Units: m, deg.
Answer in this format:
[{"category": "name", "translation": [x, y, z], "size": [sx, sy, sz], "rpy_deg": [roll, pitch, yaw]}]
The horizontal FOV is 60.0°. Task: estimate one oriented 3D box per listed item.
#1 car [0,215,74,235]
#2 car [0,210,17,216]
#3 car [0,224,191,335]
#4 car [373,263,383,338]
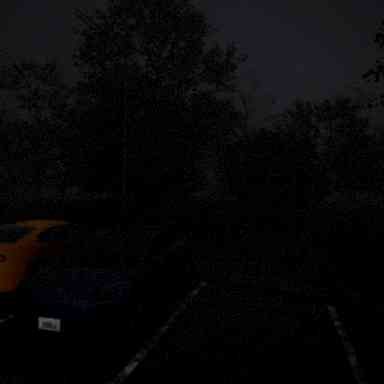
[{"category": "car", "translation": [-3.840, 1.462, 8.769], "size": [2.097, 1.535, 5.008], "rpy_deg": [0, -1, 15]}, {"category": "car", "translation": [-6.292, 1.330, 10.435], "size": [2.185, 1.767, 4.553], "rpy_deg": [0, -1, 14]}, {"category": "car", "translation": [-1.406, 1.500, 7.043], "size": [2.163, 1.488, 4.792], "rpy_deg": [1, 0, 15]}, {"category": "car", "translation": [3.464, 1.490, 3.650], "size": [2.231, 1.521, 4.892], "rpy_deg": [1, 0, 15]}]
